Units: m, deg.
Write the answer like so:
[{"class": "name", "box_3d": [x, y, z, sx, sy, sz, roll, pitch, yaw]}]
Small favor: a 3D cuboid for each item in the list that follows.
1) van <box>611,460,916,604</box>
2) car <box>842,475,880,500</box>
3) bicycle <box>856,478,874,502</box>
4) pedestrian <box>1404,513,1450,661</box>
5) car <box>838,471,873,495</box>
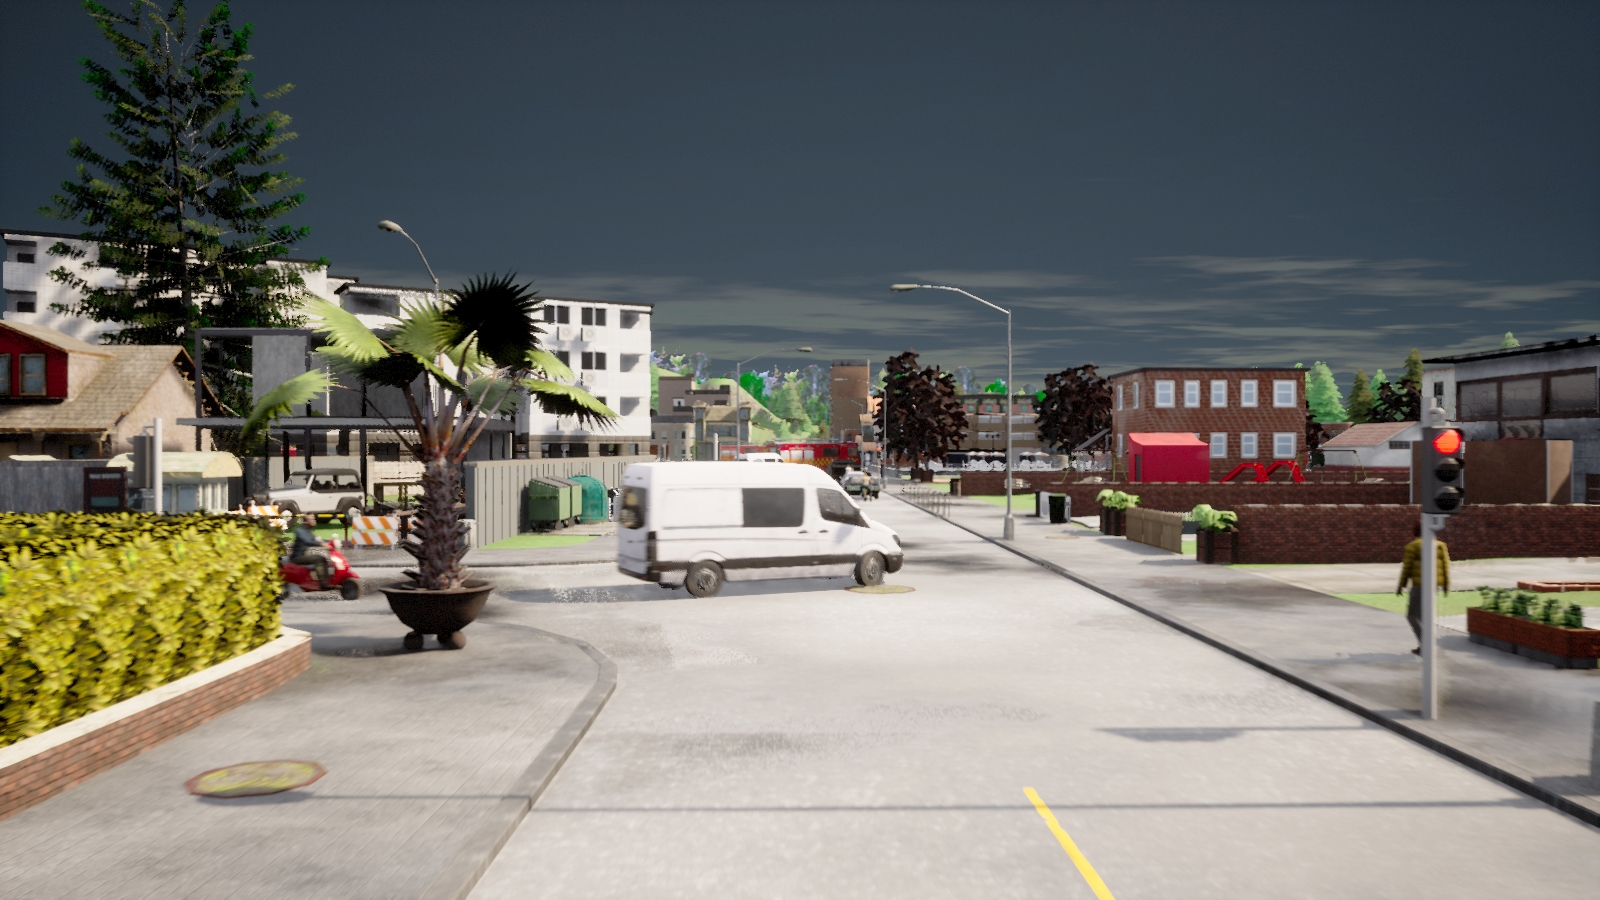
[{"class": "van", "box_3d": [-0.682, 1.532, 23.253, 5.915, 2.561, 1.988, 0, 1, -28]}, {"class": "car", "box_3d": [3.522, 2.155, 66.501, 1.895, 1.301, 4.718, 0, 0, 0]}, {"class": "bicycle", "box_3d": [3.515, 2.158, 61.685, 0.859, 1.276, 1.487, 0, 0, -1]}, {"class": "pedestrian", "box_3d": [8.029, 1.744, 14.644, 0.375, 1.860, 0.375, 0, 0, -2]}, {"class": "car", "box_3d": [3.517, 2.081, 73.043, 2.002, 1.442, 4.674, 0, 0, 0]}]
